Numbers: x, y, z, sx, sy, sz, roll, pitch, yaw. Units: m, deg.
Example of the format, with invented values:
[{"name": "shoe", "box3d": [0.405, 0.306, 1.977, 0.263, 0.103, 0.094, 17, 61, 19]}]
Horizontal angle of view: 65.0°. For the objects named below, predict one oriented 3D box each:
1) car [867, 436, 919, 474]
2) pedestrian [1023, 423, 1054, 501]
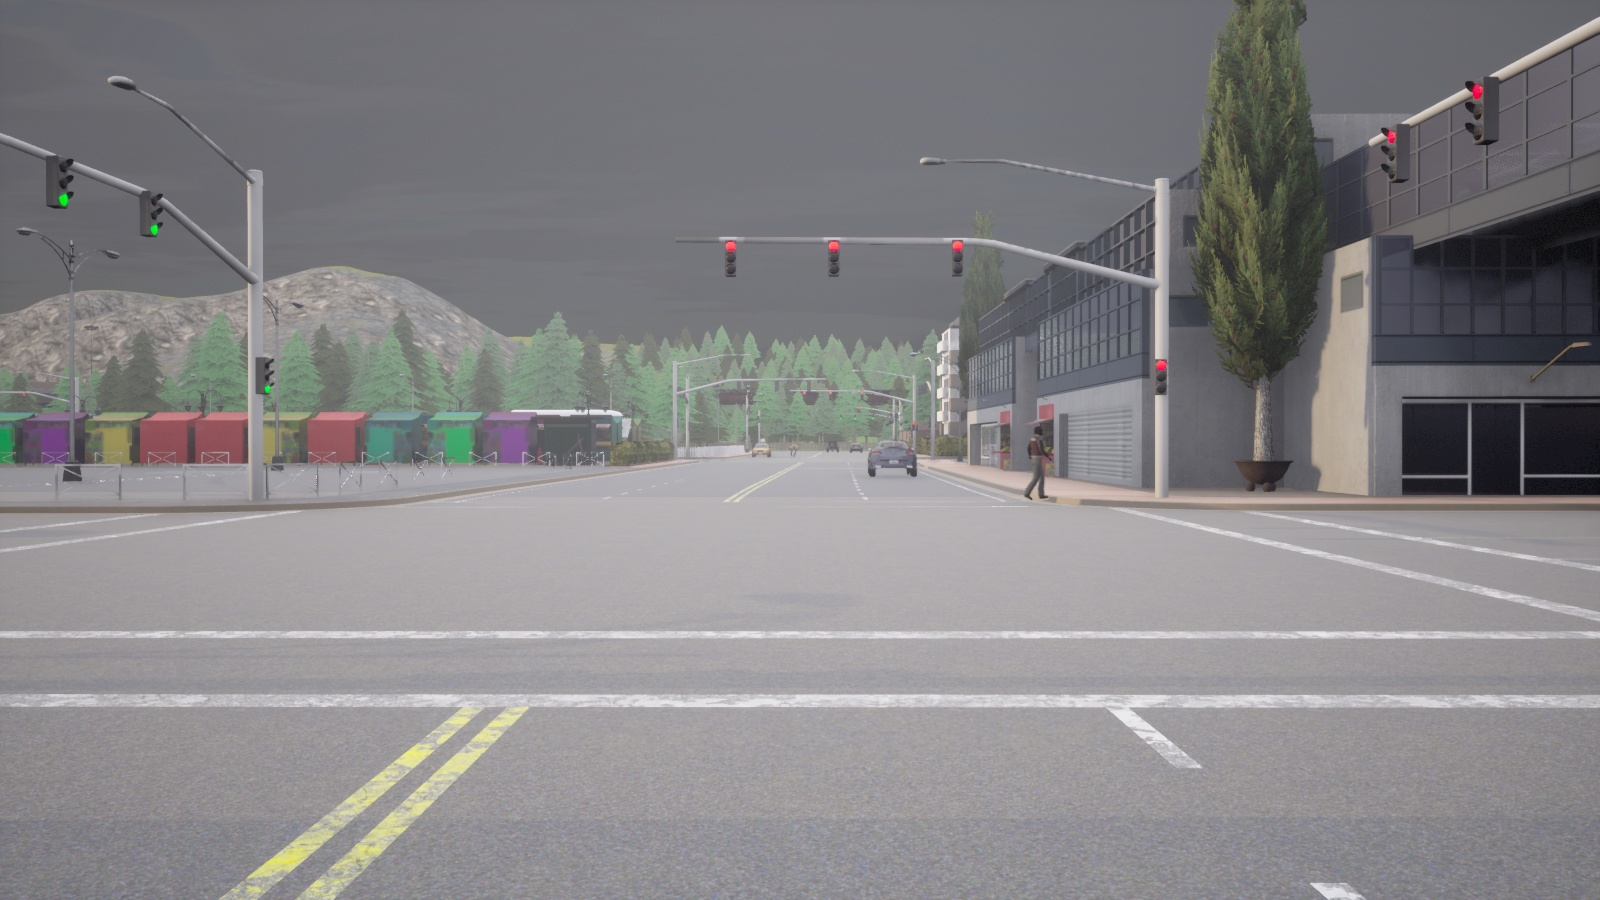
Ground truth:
[{"name": "car", "box3d": [4.166, 0.205, 57.237, 2.152, 1.651, 5.027, 0, 0, 2]}, {"name": "pedestrian", "box3d": [5.911, 0.300, 31.151, 0.666, 1.930, 0.402, 0, 0, -7]}]
